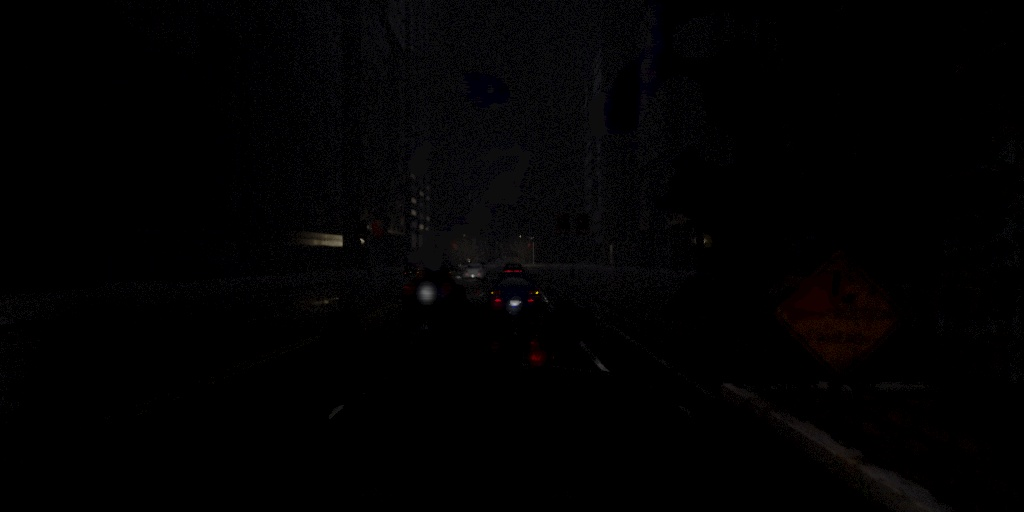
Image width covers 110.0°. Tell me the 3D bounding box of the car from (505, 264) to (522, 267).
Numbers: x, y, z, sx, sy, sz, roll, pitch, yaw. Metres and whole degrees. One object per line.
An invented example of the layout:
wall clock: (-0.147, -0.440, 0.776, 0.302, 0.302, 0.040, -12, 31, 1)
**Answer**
car: (0.102, 1.374, 30.130, 1.837, 1.490, 4.892, 0, 0, 0)

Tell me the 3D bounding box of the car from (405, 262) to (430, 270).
car: (-9.832, 1.410, 37.497, 1.837, 1.490, 4.892, 0, 0, 0)

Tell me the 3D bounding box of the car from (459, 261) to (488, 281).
car: (-3.146, 1.400, 31.101, 1.812, 1.442, 4.674, 0, 0, 0)

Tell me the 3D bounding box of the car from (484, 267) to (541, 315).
car: (0.092, 1.323, 13.684, 1.812, 1.442, 4.674, 0, 0, 0)

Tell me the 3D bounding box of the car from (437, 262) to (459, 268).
car: (-6.583, 1.410, 37.507, 1.837, 1.490, 4.892, 0, 0, 0)

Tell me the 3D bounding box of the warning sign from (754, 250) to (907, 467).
warning sign: (3.225, 0.872, 3.575, 1.300, 1.860, 1.060, 0, 0, 0)

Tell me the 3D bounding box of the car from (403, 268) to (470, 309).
car: (-3.153, 1.368, 15.285, 1.994, 1.385, 4.181, 0, 0, 0)
